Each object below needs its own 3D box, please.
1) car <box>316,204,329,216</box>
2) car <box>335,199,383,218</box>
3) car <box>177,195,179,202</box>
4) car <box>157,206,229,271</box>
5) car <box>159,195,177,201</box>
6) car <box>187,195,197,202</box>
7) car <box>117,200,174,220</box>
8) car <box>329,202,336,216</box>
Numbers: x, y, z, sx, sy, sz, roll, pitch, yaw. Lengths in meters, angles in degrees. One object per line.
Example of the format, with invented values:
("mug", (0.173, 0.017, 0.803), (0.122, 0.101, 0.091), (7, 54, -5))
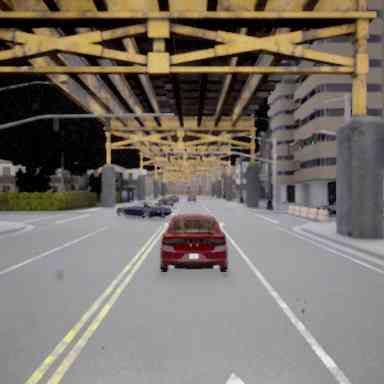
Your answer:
("car", (13.630, 1.194, 29.270), (4.536, 1.218, 1.853), (0, 0, 25))
("car", (13.306, 1.208, 25.151), (4.536, 1.218, 1.853), (0, 0, -20))
("car", (-3.513, 1.317, 66.529), (2.033, 1.411, 5.357), (0, 0, 0))
("car", (0.063, 1.441, 10.804), (1.882, 1.535, 5.008), (0, 1, 0))
("car", (-3.592, 1.401, 46.877), (1.994, 1.385, 4.181), (0, 0, 0))
("car", (-0.013, 1.329, 67.139), (2.033, 1.411, 5.357), (0, 0, 0))
("car", (-4.074, 1.506, 27.457), (4.718, 1.301, 1.895), (0, 0, 37))
("car", (13.257, 1.366, 25.133), (4.974, 1.542, 2.038), (0, 0, -20))
